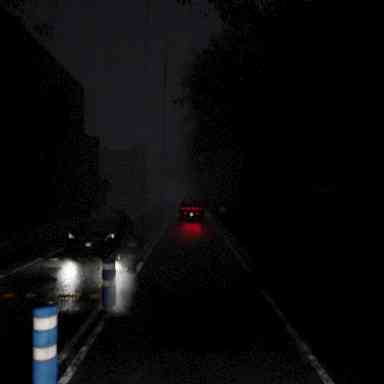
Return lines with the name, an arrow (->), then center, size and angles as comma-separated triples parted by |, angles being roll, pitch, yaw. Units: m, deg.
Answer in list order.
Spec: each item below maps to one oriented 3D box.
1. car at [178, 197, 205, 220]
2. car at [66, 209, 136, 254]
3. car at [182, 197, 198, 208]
car -> -0.055, 1.336, 26.110 | 1.837, 1.490, 4.892 | 0, 0, 0
car -> -3.413, 1.445, 13.241 | 1.812, 1.442, 4.674 | 0, 0, 0
car -> -0.245, 1.292, 42.450 | 1.895, 1.301, 4.718 | 0, 1, -1
